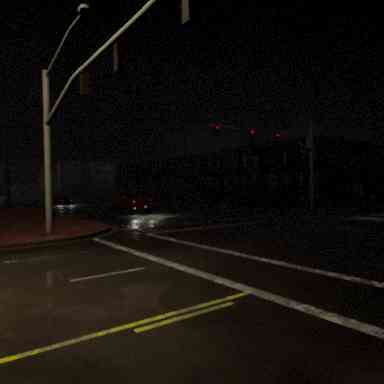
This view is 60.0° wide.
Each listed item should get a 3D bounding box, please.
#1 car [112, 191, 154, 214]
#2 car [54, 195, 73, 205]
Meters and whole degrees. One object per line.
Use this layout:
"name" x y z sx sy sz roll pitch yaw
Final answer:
"car" -5.650 0.925 31.222 2.150 2.045 5.566 -2 1 -36
"car" -19.717 1.212 50.890 1.837 1.490 4.892 -2 0 -35
